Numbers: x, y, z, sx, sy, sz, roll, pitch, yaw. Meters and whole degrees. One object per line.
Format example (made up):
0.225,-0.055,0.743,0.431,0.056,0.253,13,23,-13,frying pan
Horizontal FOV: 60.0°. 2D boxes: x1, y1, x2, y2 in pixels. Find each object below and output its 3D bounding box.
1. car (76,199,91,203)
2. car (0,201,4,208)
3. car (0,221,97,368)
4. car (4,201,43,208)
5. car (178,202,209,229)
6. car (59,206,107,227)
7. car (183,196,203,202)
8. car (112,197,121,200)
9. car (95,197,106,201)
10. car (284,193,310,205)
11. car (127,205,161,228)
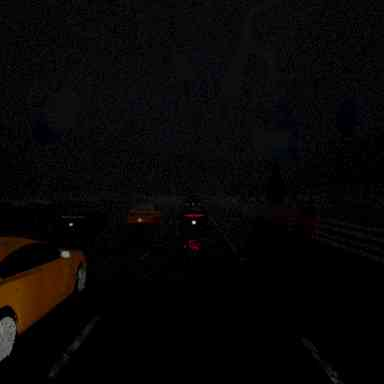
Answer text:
-24.408,2.124,74.764,1.895,1.301,4.718,0,0,0,car
-21.050,1.793,35.774,1.837,1.490,4.892,0,0,0,car
-3.391,1.528,5.801,1.882,1.535,5.008,0,0,0,car
-17.550,1.779,35.772,2.128,1.511,4.902,0,0,0,car
0.130,1.696,23.424,1.837,1.490,4.892,0,-1,0,car
-6.873,1.668,21.358,2.128,1.511,4.902,0,0,0,car
0.147,1.542,40.648,2.150,2.045,5.566,0,-1,0,car
-17.406,1.875,76.485,2.097,1.767,4.553,0,0,0,car
-20.906,2.020,76.458,1.837,1.490,4.892,0,0,0,car
18.675,1.281,59.261,2.150,2.045,5.566,1,-2,-17,car
-3.369,1.674,23.973,1.882,1.535,5.008,0,0,0,car
